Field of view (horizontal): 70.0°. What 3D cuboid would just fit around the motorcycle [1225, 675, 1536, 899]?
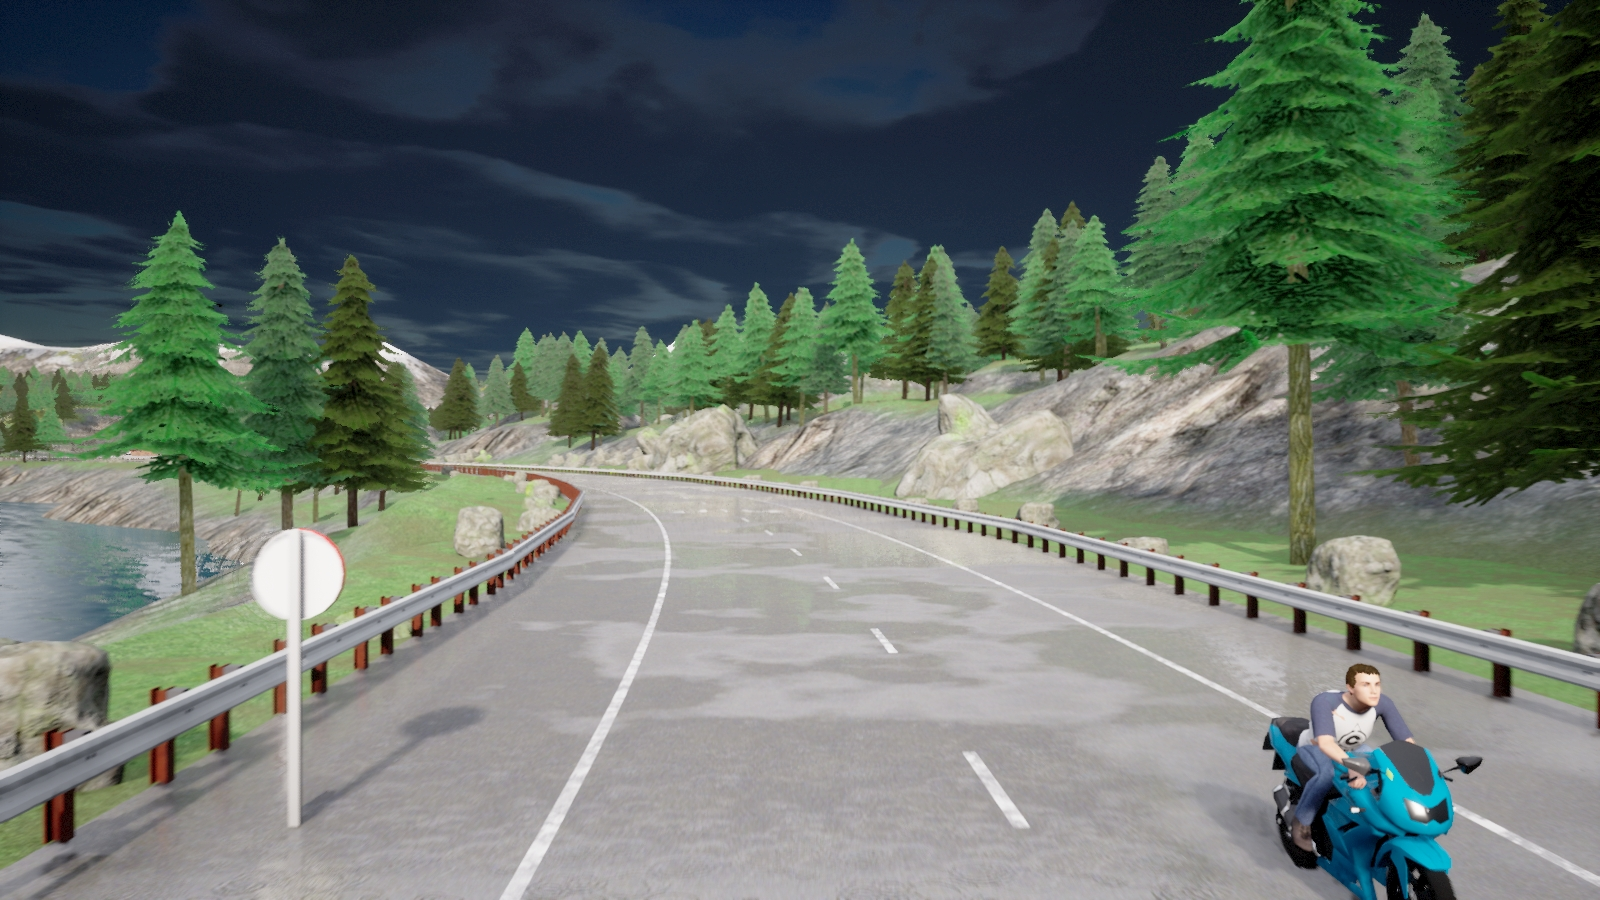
[{"bbox_3d":[3.383,2.176,6.924,0.803,1.217,2.033,0,0,-2],"label":"motorcycle"}]
